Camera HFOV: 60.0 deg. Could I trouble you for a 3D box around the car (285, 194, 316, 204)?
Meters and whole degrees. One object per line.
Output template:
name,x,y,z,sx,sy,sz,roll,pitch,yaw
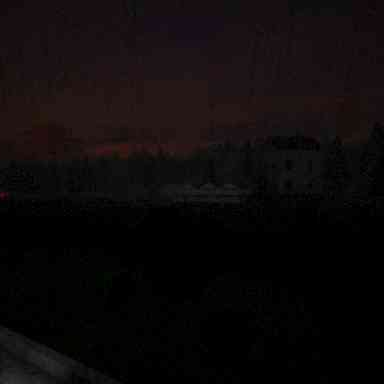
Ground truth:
car,17.411,1.248,53.638,4.605,1.855,1.932,0,0,35
